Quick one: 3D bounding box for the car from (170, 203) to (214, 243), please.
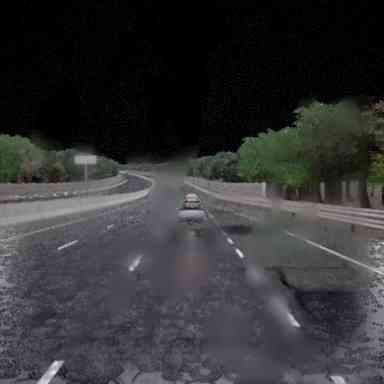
[{"bbox_3d":[-0.004,1.499,15.966,1.837,1.490,4.892,0,0,0],"label":"car"}]

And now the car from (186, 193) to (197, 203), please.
[{"bbox_3d":[-0.109,1.078,58.495,1.882,1.535,5.008,0,1,-1],"label":"car"}]

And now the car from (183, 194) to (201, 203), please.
[{"bbox_3d":[-0.008,1.371,37.228,2.128,1.511,4.902,0,0,0],"label":"car"}]
